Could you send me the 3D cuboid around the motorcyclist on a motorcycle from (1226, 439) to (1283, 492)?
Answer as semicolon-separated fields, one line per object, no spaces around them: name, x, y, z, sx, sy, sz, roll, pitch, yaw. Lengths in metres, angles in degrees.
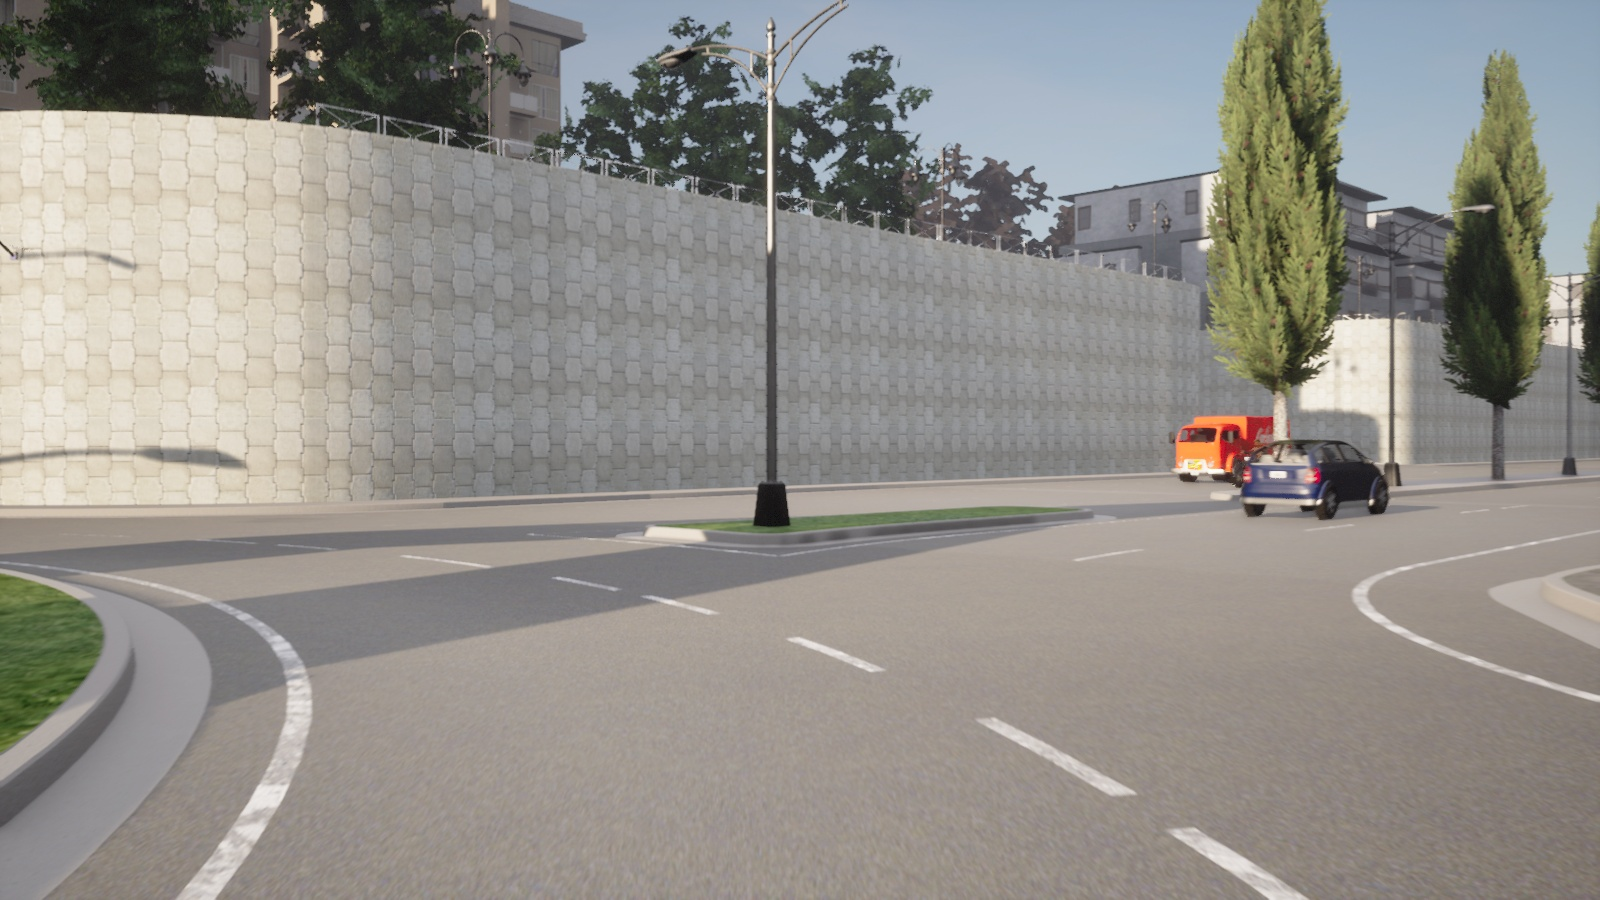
motorcyclist on a motorcycle;14.645;0.473;40.404;2.350;1.649;0.766;-1;1;-44

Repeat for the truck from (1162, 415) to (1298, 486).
truck;15.964;0.001;46.498;5.204;2.467;2.627;0;0;-44

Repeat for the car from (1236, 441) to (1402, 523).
car;10.544;0.584;25.403;3.705;1.549;1.789;0;1;-44
